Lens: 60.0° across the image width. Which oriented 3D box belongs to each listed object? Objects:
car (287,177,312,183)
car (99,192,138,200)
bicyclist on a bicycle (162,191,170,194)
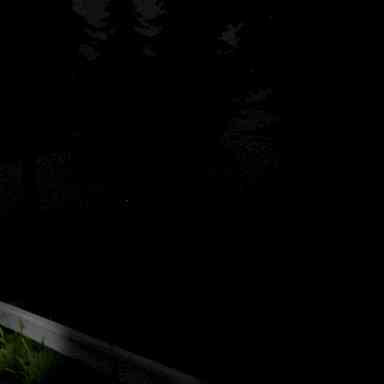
[{"bbox_3d":[11.998,-0.856,37.671,5.008,1.535,1.882,-4,-1,9],"label":"car"},{"bbox_3d":[-7.328,0.729,33.447,4.181,1.385,1.994,-5,3,-29],"label":"car"},{"bbox_3d":[-2.234,0.269,28.847,0.582,1.620,1.656,1,4,-28],"label":"bicyclist on a bicycle"}]
